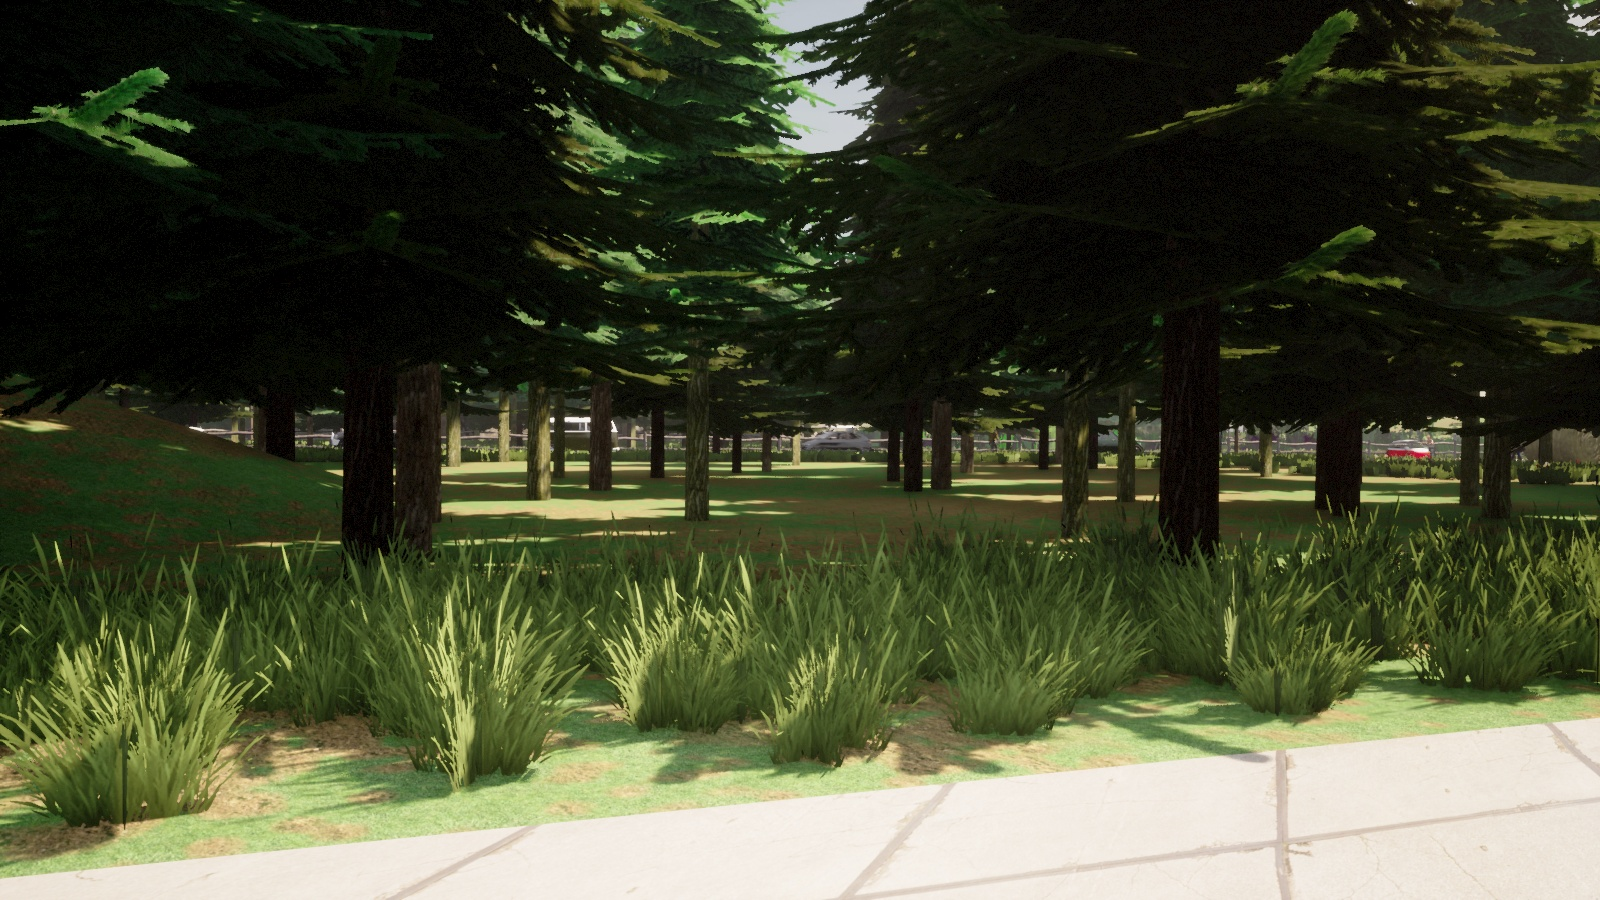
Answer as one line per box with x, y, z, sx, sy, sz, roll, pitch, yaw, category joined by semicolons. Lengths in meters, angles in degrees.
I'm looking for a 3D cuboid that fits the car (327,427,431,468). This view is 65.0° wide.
-20.162;-0.146;60.132;4.605;1.855;1.932;-1;1;-21;car

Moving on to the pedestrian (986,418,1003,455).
9.772;-0.681;63.022;0.726;1.835;0.370;-1;1;-12;pedestrian

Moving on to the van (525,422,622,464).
-11.461;-0.387;63.432;4.480;2.038;2.069;-1;1;-21;van

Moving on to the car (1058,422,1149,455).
16.966;-0.678;70.239;4.553;1.767;2.097;-1;1;-19;car

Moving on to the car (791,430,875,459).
1.795;-0.326;68.495;4.193;1.474;1.816;-1;1;-21;car

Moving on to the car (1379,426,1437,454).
31.053;-0.500;64.149;1.481;1.376;2.207;-1;1;-25;car
